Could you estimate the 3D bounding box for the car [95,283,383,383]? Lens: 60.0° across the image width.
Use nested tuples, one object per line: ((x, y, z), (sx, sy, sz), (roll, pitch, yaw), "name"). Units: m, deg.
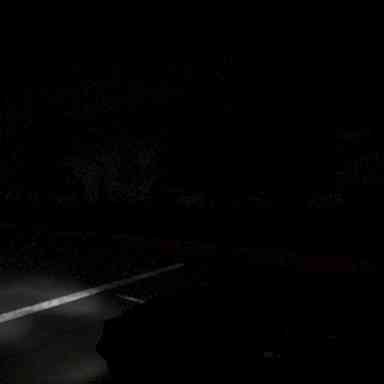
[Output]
((1.272, 1.598, 3.062), (4.718, 1.301, 1.895), (0, 0, 36), "car")
